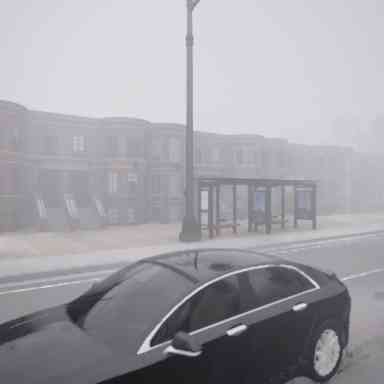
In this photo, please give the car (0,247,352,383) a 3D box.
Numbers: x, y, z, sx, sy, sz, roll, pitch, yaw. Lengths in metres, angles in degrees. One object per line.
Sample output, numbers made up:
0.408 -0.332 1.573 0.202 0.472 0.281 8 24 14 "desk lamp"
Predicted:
-0.053 1.505 3.843 4.892 1.490 1.837 0 0 -36 "car"
